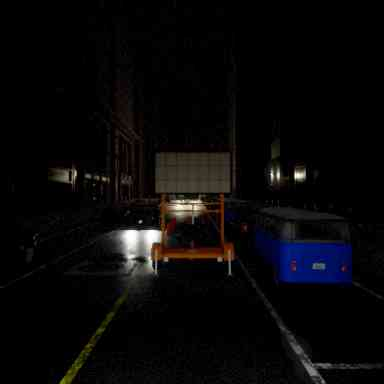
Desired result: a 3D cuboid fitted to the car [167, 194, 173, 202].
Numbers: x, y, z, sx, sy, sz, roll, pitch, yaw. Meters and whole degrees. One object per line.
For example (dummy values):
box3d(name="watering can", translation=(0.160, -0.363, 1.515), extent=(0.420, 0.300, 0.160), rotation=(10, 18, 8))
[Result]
box3d(name="car", translation=(-5.661, 1.388, 70.800), extent=(1.967, 1.590, 4.097), rotation=(1, 0, 0))

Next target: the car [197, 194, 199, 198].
box3d(name="car", translation=(2.893, 1.473, 82.034), extent=(1.887, 1.381, 4.507), rotation=(1, 0, 0))

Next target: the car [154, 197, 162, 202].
box3d(name="car", translation=(-5.722, 1.504, 48.132), extent=(1.752, 1.417, 4.829), rotation=(1, 0, 0))

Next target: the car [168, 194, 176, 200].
box3d(name="car", translation=(-5.602, 1.348, 93.298), extent=(1.967, 1.590, 4.097), rotation=(1, 0, 0))

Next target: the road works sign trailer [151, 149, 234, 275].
box3d(name="road works sign trailer", translation=(0.028, 0.465, 10.379), extent=(2.380, 3.560, 2.880), rotation=(0, 0, 0))

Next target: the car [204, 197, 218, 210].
box3d(name="car", translation=(2.774, 1.540, 37.036), extent=(2.008, 1.369, 4.403), rotation=(1, 0, 0))

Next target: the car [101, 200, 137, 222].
box3d(name="car", translation=(-5.781, 1.540, 25.805), extent=(1.887, 1.381, 4.507), rotation=(1, 0, 0))

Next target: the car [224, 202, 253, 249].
box3d(name="car", translation=(2.716, 1.440, 14.537), extent=(1.967, 1.590, 4.097), rotation=(1, 0, 0))

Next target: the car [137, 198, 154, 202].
box3d(name="car", translation=(-5.751, 1.540, 37.053), extent=(2.008, 1.369, 4.403), rotation=(1, 0, 0))

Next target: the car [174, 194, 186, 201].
box3d(name="car", translation=(-2.776, 1.487, 85.273), extent=(1.994, 1.385, 4.181), rotation=(0, 0, 0))

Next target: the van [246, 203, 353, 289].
box3d(name="van", translation=(2.702, 1.342, 8.912), extent=(1.690, 1.788, 3.998), rotation=(1, 0, 0))

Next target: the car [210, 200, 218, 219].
box3d(name="car", translation=(2.744, 1.546, 25.787), extent=(2.008, 1.369, 4.403), rotation=(1, 0, 0))

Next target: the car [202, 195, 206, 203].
box3d(name="car", translation=(2.804, 1.523, 48.285), extent=(1.887, 1.381, 4.507), rotation=(1, 0, 0))

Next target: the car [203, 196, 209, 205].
box3d(name="car", translation=(2.789, 1.529, 42.661), extent=(1.887, 1.381, 4.507), rotation=(1, 0, 0))

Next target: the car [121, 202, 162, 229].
box3d(name="car", translation=(-3.042, 1.561, 21.635), extent=(1.994, 1.385, 4.181), rotation=(0, 0, 0))

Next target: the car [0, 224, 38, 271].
box3d(name="car", translation=(-5.826, 1.545, 8.931), extent=(1.887, 1.381, 4.507), rotation=(1, 0, 0))

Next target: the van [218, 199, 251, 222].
box3d(name="van", translation=(2.731, 1.339, 20.162), extent=(1.690, 1.788, 3.998), rotation=(1, 0, 0))

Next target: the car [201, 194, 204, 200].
box3d(name="car", translation=(2.819, 1.517, 53.910), extent=(1.887, 1.381, 4.507), rotation=(1, 0, 0))

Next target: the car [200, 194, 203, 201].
box3d(name="car", translation=(2.834, 1.510, 59.535), extent=(1.887, 1.381, 4.507), rotation=(1, 0, 0))

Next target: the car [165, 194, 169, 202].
box3d(name="car", translation=(-5.692, 1.547, 59.551), extent=(1.802, 1.307, 4.206), rotation=(1, 0, 0))
